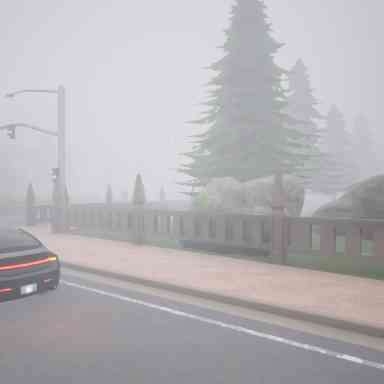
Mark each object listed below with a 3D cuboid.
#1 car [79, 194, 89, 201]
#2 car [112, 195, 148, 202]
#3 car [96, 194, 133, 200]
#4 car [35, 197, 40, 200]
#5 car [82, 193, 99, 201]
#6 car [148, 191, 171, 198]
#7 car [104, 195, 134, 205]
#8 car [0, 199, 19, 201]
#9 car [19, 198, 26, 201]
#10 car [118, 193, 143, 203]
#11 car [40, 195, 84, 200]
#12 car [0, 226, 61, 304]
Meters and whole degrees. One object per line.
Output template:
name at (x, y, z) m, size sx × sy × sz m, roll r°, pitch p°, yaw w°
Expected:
car at (-18.492, 1.491, 49.508) m, size 2.128 × 1.511 × 4.902 m, roll 0°, pitch 0°, yaw 36°
car at (-8.845, 1.547, 44.601) m, size 2.033 × 1.411 × 5.357 m, roll 0°, pitch 0°, yaw 35°
car at (-12.138, 1.479, 52.384) m, size 1.837 × 1.490 × 4.892 m, roll 0°, pitch 1°, yaw 36°
car at (-23.686, 1.505, 48.268) m, size 1.837 × 1.490 × 4.892 m, roll 0°, pitch 0°, yaw 36°
car at (-17.985, 1.197, 56.227) m, size 2.150 × 2.045 × 5.566 m, roll 0°, pitch 1°, yaw 36°
car at (-5.973, 0.845, 60.983) m, size 2.150 × 2.045 × 5.566 m, roll 0°, pitch 3°, yaw 36°
car at (-12.634, 1.383, 57.707) m, size 2.128 × 1.511 × 4.902 m, roll 0°, pitch 2°, yaw 36°
car at (-22.604, 1.564, 37.772) m, size 1.994 × 1.385 × 4.181 m, roll 0°, pitch 0°, yaw 36°
car at (-23.985, 1.547, 41.846) m, size 2.033 × 1.411 × 5.357 m, roll 0°, pitch 0°, yaw 36°
car at (-11.915, 1.151, 64.705) m, size 1.837 × 1.490 × 4.892 m, roll 0°, pitch 3°, yaw 36°
car at (-17.500, 1.526, 44.882) m, size 1.812 × 1.442 × 4.674 m, roll 0°, pitch 0°, yaw 36°
car at (-4.919, 1.505, 7.445) m, size 4.892 × 1.490 × 1.837 m, roll 0°, pitch 0°, yaw 36°
